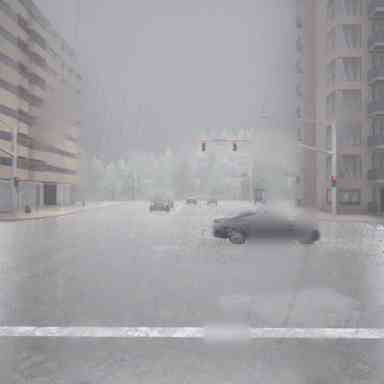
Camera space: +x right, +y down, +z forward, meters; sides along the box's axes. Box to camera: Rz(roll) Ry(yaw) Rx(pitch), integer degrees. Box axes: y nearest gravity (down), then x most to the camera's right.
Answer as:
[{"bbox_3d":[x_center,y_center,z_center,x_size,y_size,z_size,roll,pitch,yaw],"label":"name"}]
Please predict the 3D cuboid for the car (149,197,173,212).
[{"bbox_3d":[-3.627,1.352,38.321,2.097,1.767,4.553,0,0,0],"label":"car"}]

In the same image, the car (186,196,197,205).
[{"bbox_3d":[-0.044,1.526,60.052,1.812,1.442,4.674,0,0,0],"label":"car"}]

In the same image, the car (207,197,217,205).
[{"bbox_3d":[3.700,1.547,60.823,2.033,1.411,5.357,0,0,4],"label":"car"}]

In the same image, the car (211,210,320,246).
[{"bbox_3d":[3.181,1.526,14.654,4.674,1.442,1.812,0,0,0],"label":"car"}]
